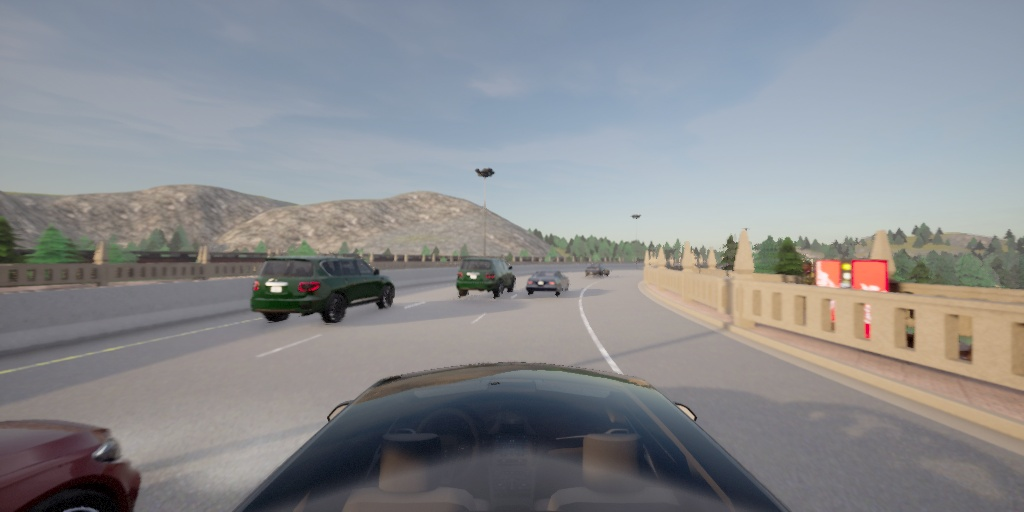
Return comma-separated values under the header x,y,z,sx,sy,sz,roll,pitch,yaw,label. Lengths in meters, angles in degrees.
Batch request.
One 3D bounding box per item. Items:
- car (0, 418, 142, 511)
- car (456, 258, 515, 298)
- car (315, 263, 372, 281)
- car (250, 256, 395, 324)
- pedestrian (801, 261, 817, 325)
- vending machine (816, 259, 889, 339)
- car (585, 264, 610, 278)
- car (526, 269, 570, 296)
x,y,z,sx,sy,sz,roll,pitch,yaw,label
-3.312,1.240,0.339,1.812,1.442,4.674,0,-1,-1,car
-1.320,1.133,19.982,2.150,2.045,5.566,0,-1,12,car
-15.813,1.437,34.021,2.128,1.511,4.902,0,-1,18,car
-6.129,1.030,12.457,2.150,2.045,5.566,0,-1,7,car
7.858,1.018,9.509,0.375,1.860,0.375,0,-1,6,pedestrian
8.213,1.067,8.717,1.100,2.100,0.880,0,0,6,vending machine
9.964,1.682,41.553,2.128,1.511,4.902,0,-1,30,car
2.221,1.499,21.252,2.033,1.411,5.357,0,-1,16,car
